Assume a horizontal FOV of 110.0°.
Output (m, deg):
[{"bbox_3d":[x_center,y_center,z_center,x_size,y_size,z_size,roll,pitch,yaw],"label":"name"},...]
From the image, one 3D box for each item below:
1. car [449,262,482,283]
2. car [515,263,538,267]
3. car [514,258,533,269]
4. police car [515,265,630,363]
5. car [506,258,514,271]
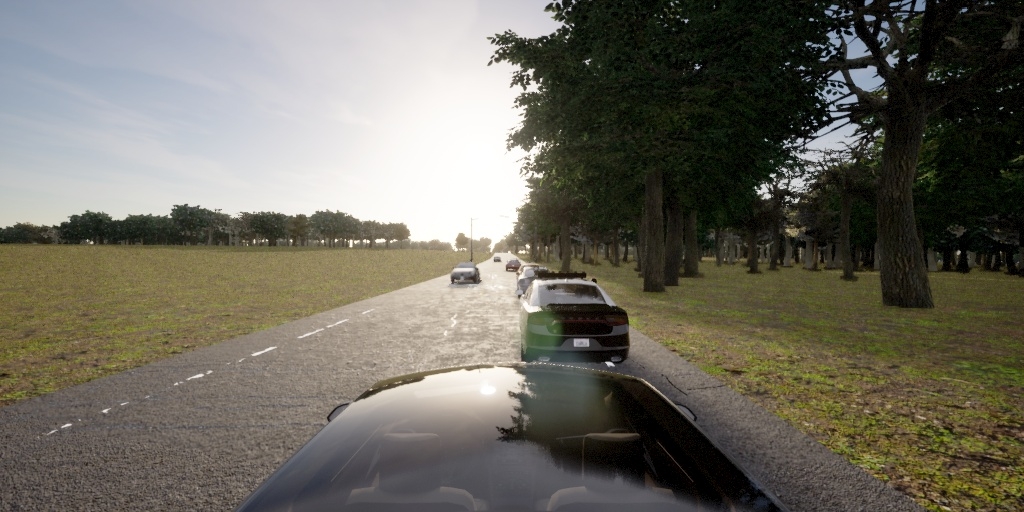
[{"bbox_3d":[-3.427,1.214,27.081,1.812,1.442,4.674,0,0,0],"label":"car"},{"bbox_3d":[1.188,1.247,18.167,1.812,1.442,4.674,0,0,0],"label":"car"},{"bbox_3d":[1.216,1.155,24.360,1.801,1.575,5.366,0,0,0],"label":"car"},{"bbox_3d":[1.121,1.168,8.271,1.930,1.638,5.238,0,0,0],"label":"police car"},{"bbox_3d":[0.210,1.151,46.562,1.994,1.385,4.181,0,0,2],"label":"car"}]
